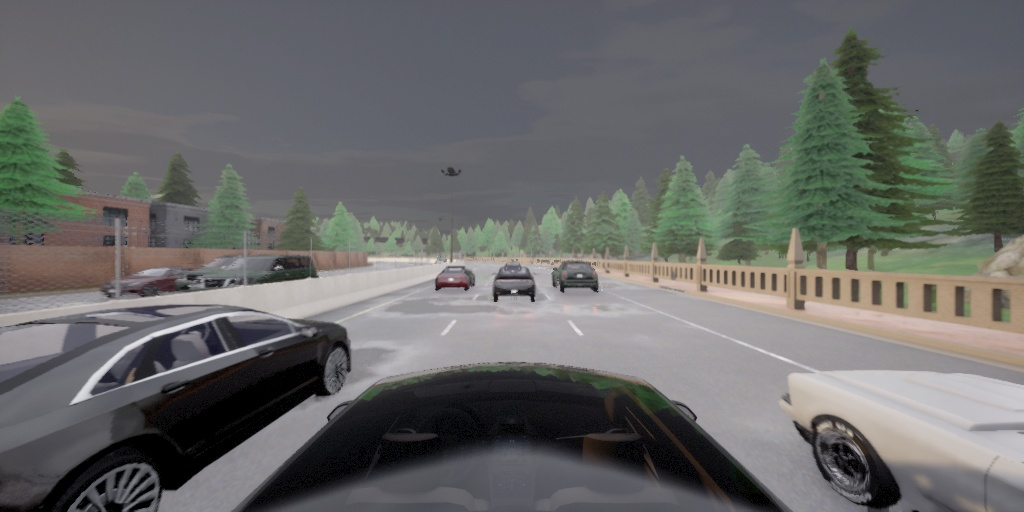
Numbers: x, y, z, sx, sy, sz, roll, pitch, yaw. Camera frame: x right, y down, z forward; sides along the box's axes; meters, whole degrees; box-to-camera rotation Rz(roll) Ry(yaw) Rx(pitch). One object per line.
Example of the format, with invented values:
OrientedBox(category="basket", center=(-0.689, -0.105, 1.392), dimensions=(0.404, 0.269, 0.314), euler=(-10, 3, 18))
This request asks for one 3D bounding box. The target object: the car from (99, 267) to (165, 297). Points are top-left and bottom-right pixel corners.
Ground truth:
OrientedBox(category="car", center=(-17.603, 1.260, 18.086), dimensions=(1.812, 1.442, 4.674), euler=(0, 0, 0))

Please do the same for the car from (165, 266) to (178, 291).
OrientedBox(category="car", center=(-14.104, 0.955, 18.573), dimensions=(2.150, 2.045, 5.566), euler=(0, 0, 0))

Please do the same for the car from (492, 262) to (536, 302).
OrientedBox(category="car", center=(0.097, 1.226, 16.972), dimensions=(2.128, 1.511, 4.902), euler=(0, 0, 0))

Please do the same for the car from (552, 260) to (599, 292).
OrientedBox(category="car", center=(3.596, 1.082, 21.099), dimensions=(2.097, 1.767, 4.553), euler=(0, 0, 0))

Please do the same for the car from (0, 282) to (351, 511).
OrientedBox(category="car", center=(-3.400, 1.239, 3.632), dimensions=(2.128, 1.511, 4.902), euler=(0, 0, 0))

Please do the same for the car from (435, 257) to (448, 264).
OrientedBox(category="car", center=(-11.083, 0.875, 56.535), dimensions=(2.128, 1.511, 4.902), euler=(0, 0, -6))

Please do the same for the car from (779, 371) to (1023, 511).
OrientedBox(category="car", center=(3.600, 1.351, 1.407), dimensions=(1.895, 1.301, 4.718), euler=(0, 0, 0))

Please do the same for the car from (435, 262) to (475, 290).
OrientedBox(category="car", center=(-3.403, 1.294, 22.029), dimensions=(1.994, 1.385, 4.181), euler=(0, 0, 0))

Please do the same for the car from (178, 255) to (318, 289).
OrientedBox(category="car", center=(-10.603, 0.958, 15.410), dimensions=(2.150, 2.045, 5.566), euler=(0, 0, 0))
